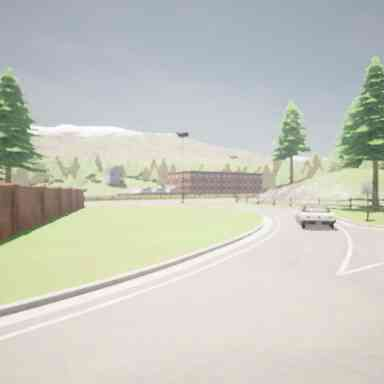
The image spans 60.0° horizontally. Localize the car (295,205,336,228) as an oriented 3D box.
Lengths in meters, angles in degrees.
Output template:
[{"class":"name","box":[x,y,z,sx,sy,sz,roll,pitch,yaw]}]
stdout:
[{"class":"car","box":[7.694,1.477,21.138,1.895,1.301,4.718,0,0,12]}]
